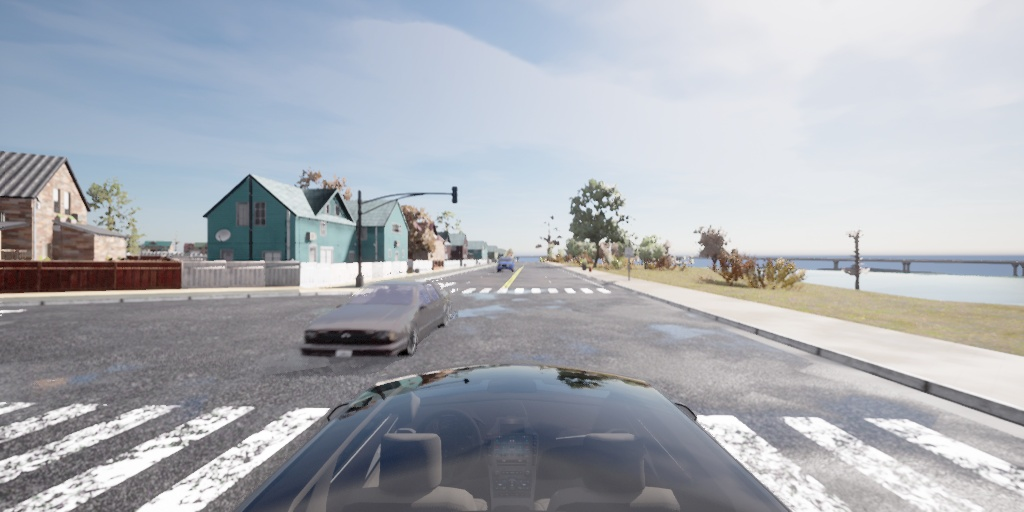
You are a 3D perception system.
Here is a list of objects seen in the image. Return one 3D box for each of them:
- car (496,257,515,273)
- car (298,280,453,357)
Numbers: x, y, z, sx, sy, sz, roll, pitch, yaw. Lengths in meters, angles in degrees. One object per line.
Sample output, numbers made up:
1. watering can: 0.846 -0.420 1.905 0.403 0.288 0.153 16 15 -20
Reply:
1. car: -0.832 1.185 48.753 2.150 2.045 5.566 0 0 3
2. car: -2.810 1.328 8.925 2.033 1.411 5.357 0 0 3
